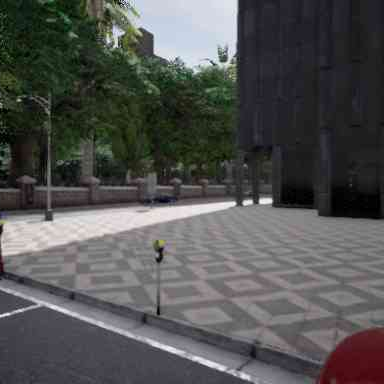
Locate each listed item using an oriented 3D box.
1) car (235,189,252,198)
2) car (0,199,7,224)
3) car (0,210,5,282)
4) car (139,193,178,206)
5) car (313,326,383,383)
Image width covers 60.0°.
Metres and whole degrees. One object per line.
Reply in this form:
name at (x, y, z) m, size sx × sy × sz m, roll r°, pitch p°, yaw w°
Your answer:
car at (8.890, 0.246, 53.702) m, size 2.033 × 1.411 × 5.357 m, roll 0°, pitch 2°, yaw 36°
car at (-12.990, 1.173, 18.219) m, size 1.812 × 1.442 × 4.674 m, roll 0°, pitch 1°, yaw 36°
car at (-6.075, 1.249, 7.300) m, size 5.009 × 1.841 × 2.192 m, roll 1°, pitch 0°, yaw 36°
car at (-3.639, 0.780, 36.491) m, size 1.895 × 1.301 × 4.718 m, roll 0°, pitch 2°, yaw 36°
car at (2.858, 1.329, 0.926) m, size 5.009 × 1.841 × 2.192 m, roll 1°, pitch 0°, yaw 36°
